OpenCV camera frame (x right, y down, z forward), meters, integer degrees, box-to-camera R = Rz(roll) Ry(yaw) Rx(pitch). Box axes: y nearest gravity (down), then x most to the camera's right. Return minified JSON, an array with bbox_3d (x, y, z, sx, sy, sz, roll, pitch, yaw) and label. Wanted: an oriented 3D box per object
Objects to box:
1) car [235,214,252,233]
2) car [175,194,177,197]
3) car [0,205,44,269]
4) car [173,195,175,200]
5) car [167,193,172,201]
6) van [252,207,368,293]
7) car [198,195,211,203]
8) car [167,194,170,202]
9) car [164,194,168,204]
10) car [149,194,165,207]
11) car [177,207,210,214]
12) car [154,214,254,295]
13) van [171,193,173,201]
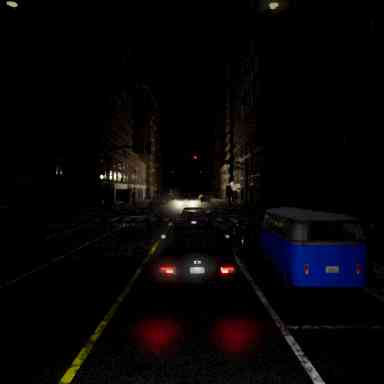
[{"bbox_3d":[2.848,1.562,14.272,1.947,1.339,4.313,0,0,0],"label":"car"},{"bbox_3d":[-5.719,1.281,84.961,2.192,1.841,5.009,0,0,0],"label":"car"},{"bbox_3d":[-5.674,1.313,8.567,2.192,1.841,5.009,0,0,0],"label":"car"},{"bbox_3d":[-5.715,1.515,79.510,2.008,1.369,4.403,0,0,0],"label":"car"},{"bbox_3d":[-5.709,1.507,68.608,1.887,1.381,4.507,0,0,0],"label":"car"},{"bbox_3d":[2.850,1.339,8.612,1.690,1.788,3.998,0,0,0],"label":"van"},{"bbox_3d":[2.816,1.403,68.649,1.967,1.590,4.097,0,0,0],"label":"car"},{"bbox_3d":[-5.706,1.508,63.157,1.887,1.381,4.507,0,0,0],"label":"car"},{"bbox_3d":[-5.702,1.516,57.706,2.008,1.369,4.403,0,0,0],"label":"car"},{"bbox_3d":[-5.699,1.492,52.086,1.752,1.417,4.829,0,0,0],"label":"car"},{"bbox_3d":[0.090,1.557,19.200,1.994,1.385,4.181,0,0,0],"label":"car"},{"bbox_3d":[0.096,1.546,8.881,2.033,1.411,5.357,0,0,0],"label":"car"},{"bbox_3d":[-5.712,1.304,74.059,1.690,1.788,3.998,0,0,0],"label":"van"}]
